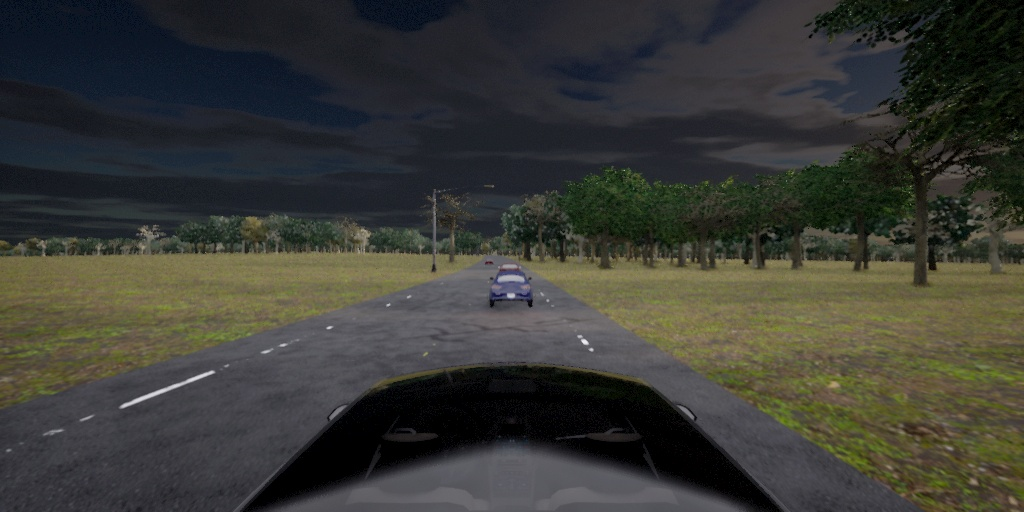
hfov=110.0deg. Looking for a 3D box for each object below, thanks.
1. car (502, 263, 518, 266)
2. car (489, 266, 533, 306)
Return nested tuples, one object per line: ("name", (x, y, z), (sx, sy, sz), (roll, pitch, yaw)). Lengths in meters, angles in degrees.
("car", (-0.197, 1.354, 31.334), (1.882, 1.535, 5.008), (0, 0, -1))
("car", (-0.044, 1.378, 16.243), (1.812, 1.442, 4.674), (0, 0, 0))
